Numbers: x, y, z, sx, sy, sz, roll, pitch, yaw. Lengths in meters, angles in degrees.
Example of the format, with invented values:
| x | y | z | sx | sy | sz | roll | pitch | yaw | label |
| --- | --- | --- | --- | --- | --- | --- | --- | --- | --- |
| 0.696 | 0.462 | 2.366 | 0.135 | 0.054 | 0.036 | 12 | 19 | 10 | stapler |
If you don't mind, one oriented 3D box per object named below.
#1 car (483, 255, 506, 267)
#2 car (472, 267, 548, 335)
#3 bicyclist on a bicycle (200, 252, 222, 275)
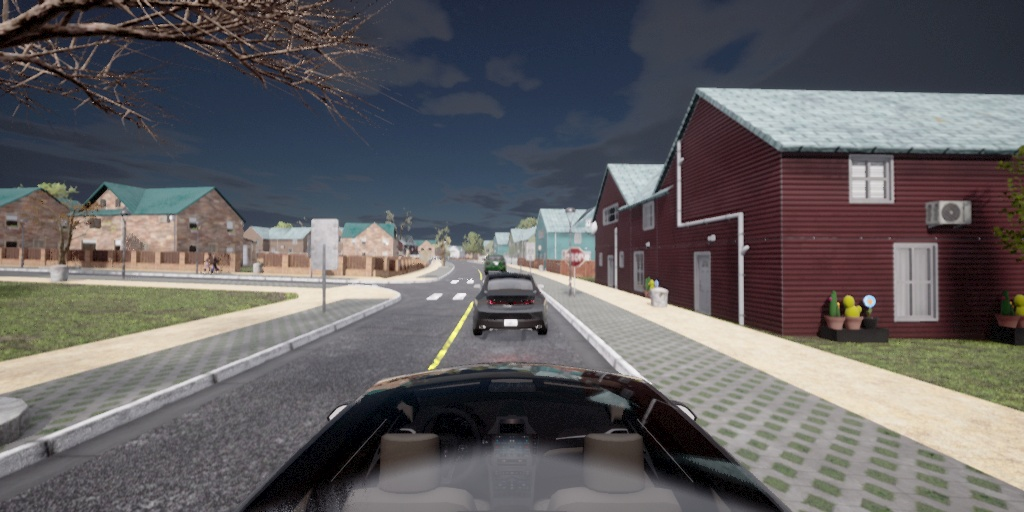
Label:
| x | y | z | sx | sy | sz | roll | pitch | yaw | label |
| --- | --- | --- | --- | --- | --- | --- | --- | --- | --- |
| -1.839 | 0.866 | 37.811 | 2.150 | 2.045 | 5.566 | 0 | 0 | -6 | car |
| -0.080 | 1.230 | 10.367 | 1.837 | 1.490 | 4.892 | 0 | 0 | -1 | car |
| -22.059 | 0.555 | 26.327 | 0.582 | 1.620 | 1.656 | 1 | 0 | 8 | bicyclist on a bicycle |
